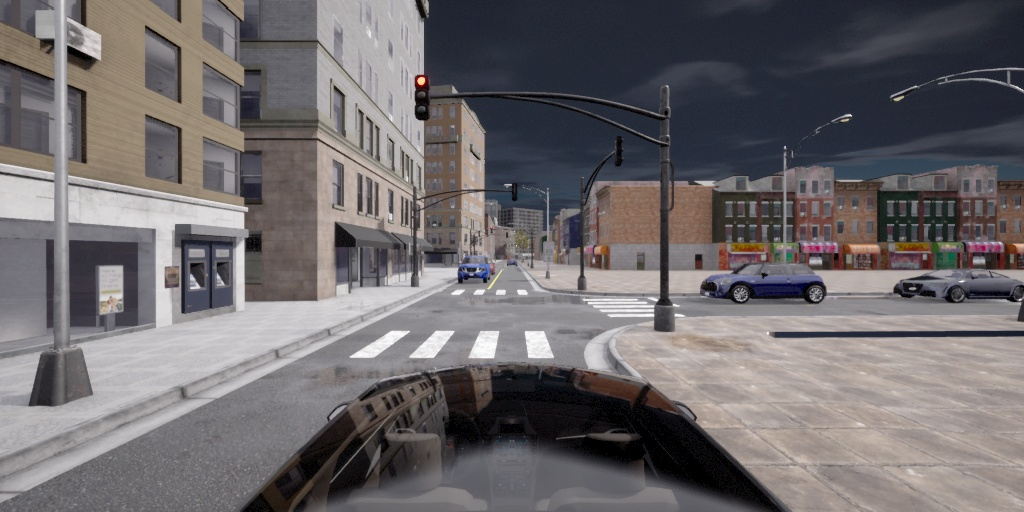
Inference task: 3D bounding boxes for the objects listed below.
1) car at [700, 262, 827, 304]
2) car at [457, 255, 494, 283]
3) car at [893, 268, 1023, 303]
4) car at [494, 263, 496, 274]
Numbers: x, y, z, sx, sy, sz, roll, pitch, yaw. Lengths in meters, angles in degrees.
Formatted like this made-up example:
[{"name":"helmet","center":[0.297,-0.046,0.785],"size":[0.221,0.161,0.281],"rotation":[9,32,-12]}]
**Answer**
[{"name":"car","center":[10.741,1.054,15.590],"size":[4.553,1.767,2.097],"rotation":[0,0,1]},{"name":"car","center":[-2.884,0.976,28.238],"size":[2.150,2.045,5.566],"rotation":[0,0,0]},{"name":"car","center":[19.420,1.234,15.618],"size":[4.181,1.385,1.994],"rotation":[0,0,0]},{"name":"car","center":[-2.886,1.110,38.404],"size":[2.097,1.767,4.553],"rotation":[0,0,0]}]
